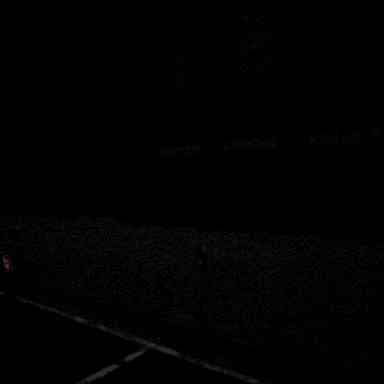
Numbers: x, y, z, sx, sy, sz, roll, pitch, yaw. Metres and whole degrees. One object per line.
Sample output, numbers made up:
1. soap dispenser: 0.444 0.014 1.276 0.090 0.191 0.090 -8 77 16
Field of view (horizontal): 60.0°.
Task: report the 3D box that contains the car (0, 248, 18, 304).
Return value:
1. car: -5.513 1.482 7.001 4.097 1.590 1.967 0 0 35
